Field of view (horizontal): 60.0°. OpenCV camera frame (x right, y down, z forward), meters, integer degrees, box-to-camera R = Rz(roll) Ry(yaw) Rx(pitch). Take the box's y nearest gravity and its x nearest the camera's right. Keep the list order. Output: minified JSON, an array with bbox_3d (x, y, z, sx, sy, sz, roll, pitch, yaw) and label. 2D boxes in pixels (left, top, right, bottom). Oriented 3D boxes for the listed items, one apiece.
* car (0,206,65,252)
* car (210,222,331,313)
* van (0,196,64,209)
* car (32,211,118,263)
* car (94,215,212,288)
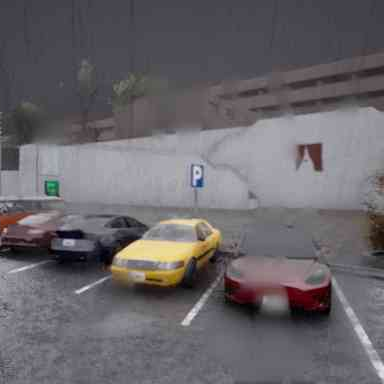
[{"bbox_3d":[-5.238,1.468,13.207,2.002,1.452,4.674,0,0,15],"label":"car"},{"bbox_3d":[2.053,1.511,7.983,2.163,1.488,4.792,1,0,16],"label":"car"},{"bbox_3d":[-7.681,1.176,14.827,1.878,1.987,4.442,1,0,15],"label":"van"},{"bbox_3d":[-2.799,1.483,11.508,2.163,1.488,4.792,0,0,15],"label":"car"},{"bbox_3d":[-0.415,1.463,9.565,1.946,1.575,5.366,1,0,15],"label":"car"}]
